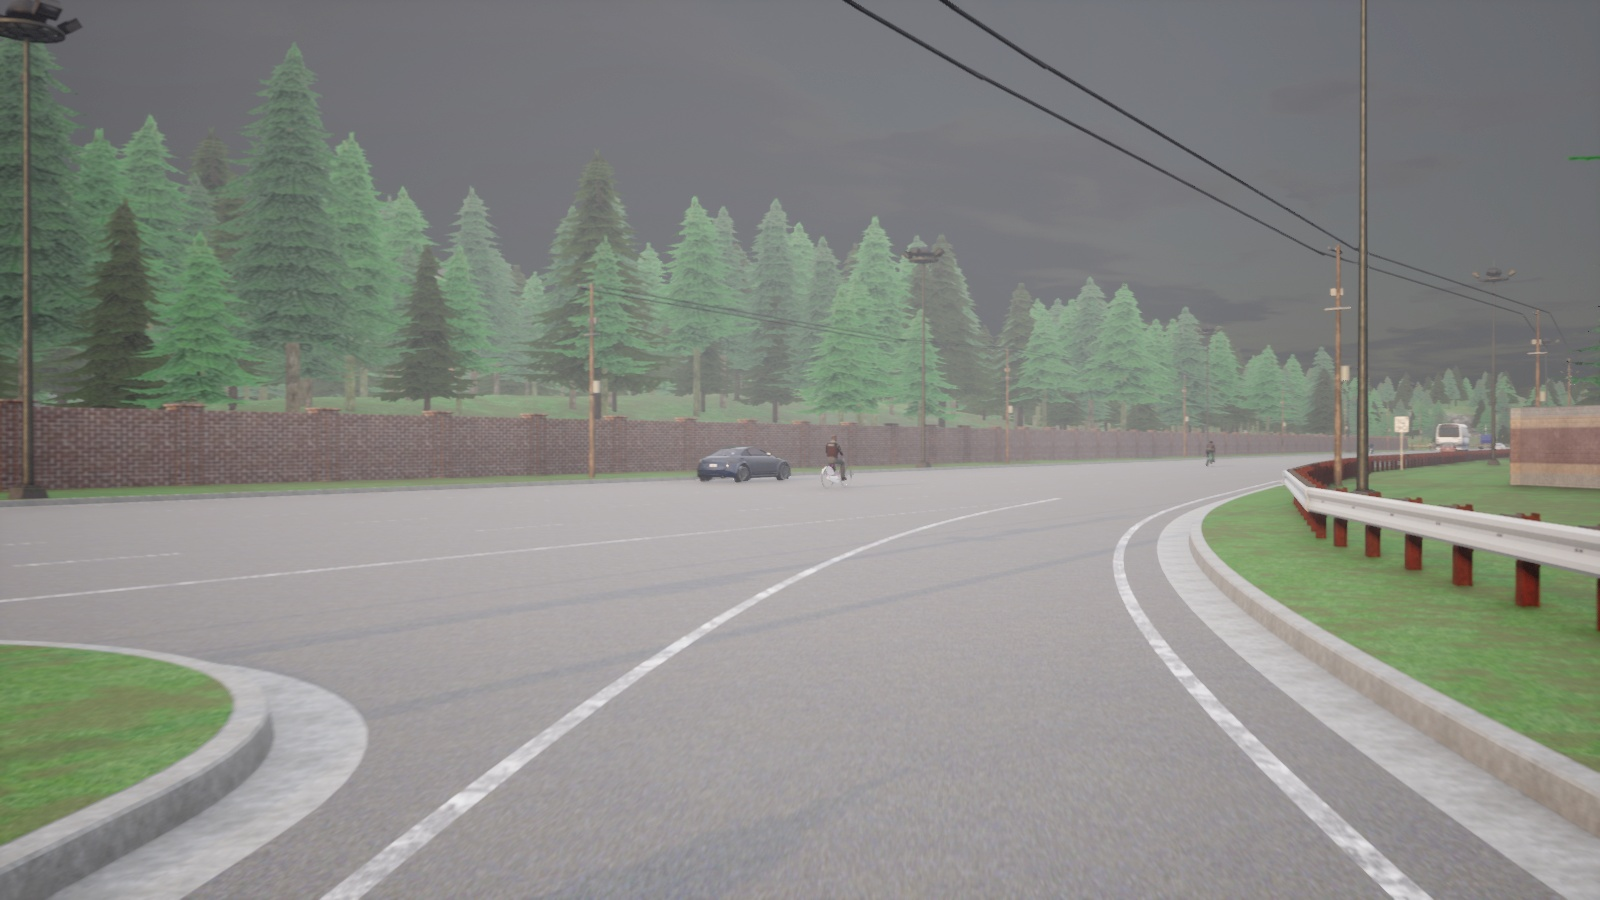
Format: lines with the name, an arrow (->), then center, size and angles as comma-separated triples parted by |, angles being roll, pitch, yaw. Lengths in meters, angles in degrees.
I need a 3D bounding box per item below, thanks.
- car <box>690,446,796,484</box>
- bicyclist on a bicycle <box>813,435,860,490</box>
car -> -2.150, 0.533, 48.486 | 1.994, 1.385, 4.181 | 0, 0, 33
bicyclist on a bicycle -> 1.202, 0.388, 40.858 | 0.659, 1.776, 1.843 | 0, 1, 33
